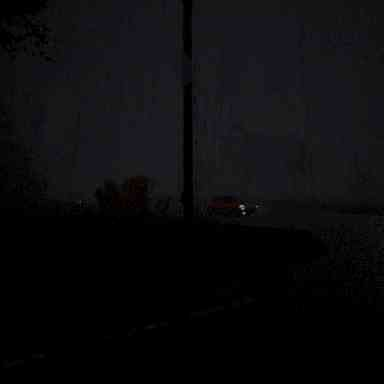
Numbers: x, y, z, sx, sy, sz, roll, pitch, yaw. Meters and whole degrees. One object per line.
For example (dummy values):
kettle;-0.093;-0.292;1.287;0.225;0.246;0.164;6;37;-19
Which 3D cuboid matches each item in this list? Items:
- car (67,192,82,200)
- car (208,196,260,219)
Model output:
car;-22.555;0.745;63.740;2.128;1.511;4.902;-1;1;-34
car;3.334;1.113;26.938;2.097;1.767;4.553;-1;1;-35
